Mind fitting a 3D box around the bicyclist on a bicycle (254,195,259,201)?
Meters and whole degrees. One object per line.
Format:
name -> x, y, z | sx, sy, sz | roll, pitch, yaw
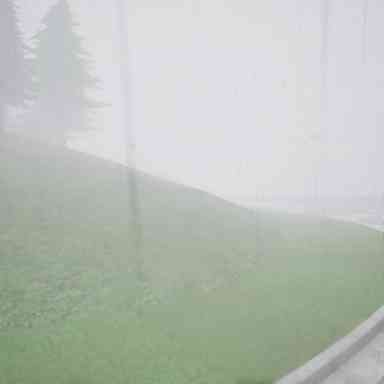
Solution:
bicyclist on a bicycle -> 13.666, 1.202, 70.461 | 1.656, 1.620, 0.582 | 0, 0, -34
